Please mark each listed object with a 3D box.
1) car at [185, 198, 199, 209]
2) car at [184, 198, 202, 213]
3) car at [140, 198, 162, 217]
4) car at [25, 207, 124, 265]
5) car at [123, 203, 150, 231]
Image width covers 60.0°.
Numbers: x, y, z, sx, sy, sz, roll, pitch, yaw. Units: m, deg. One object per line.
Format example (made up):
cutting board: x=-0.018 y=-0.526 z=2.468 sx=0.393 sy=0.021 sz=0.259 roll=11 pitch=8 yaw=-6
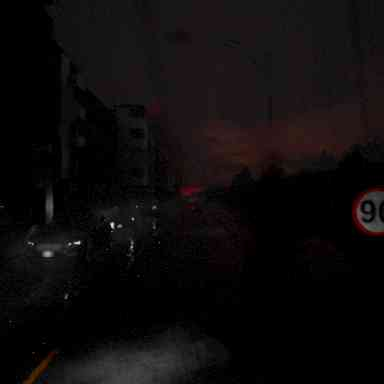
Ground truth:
car: x=-0.003 y=1.597 z=47.912 sx=1.812 sy=1.442 sz=4.674 roll=0 pitch=0 yaw=0
car: x=0.088 y=1.534 z=37.280 sx=1.882 sy=1.535 sz=5.008 roll=0 pitch=0 yaw=0
car: x=-4.063 y=1.399 z=31.250 sx=2.097 sy=1.767 sz=4.553 roll=0 pitch=0 yaw=0
car: x=-4.103 y=1.510 z=11.916 sx=2.128 sy=1.511 sz=4.902 roll=0 pitch=0 yaw=0
car: x=-4.098 y=1.633 z=21.203 sx=1.895 sy=1.301 sz=4.718 roll=0 pitch=0 yaw=0
